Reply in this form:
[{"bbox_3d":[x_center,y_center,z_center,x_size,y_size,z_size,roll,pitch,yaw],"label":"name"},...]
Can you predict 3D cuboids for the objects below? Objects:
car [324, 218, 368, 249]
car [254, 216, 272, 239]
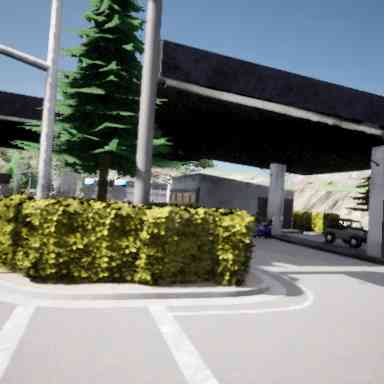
[{"bbox_3d":[10.916,2.786,22.889,1.905,1.878,3.866,4,-2,-17],"label":"car"},{"bbox_3d":[4.237,2.593,25.388,2.242,1.667,4.611,4,-2,-17],"label":"car"}]
